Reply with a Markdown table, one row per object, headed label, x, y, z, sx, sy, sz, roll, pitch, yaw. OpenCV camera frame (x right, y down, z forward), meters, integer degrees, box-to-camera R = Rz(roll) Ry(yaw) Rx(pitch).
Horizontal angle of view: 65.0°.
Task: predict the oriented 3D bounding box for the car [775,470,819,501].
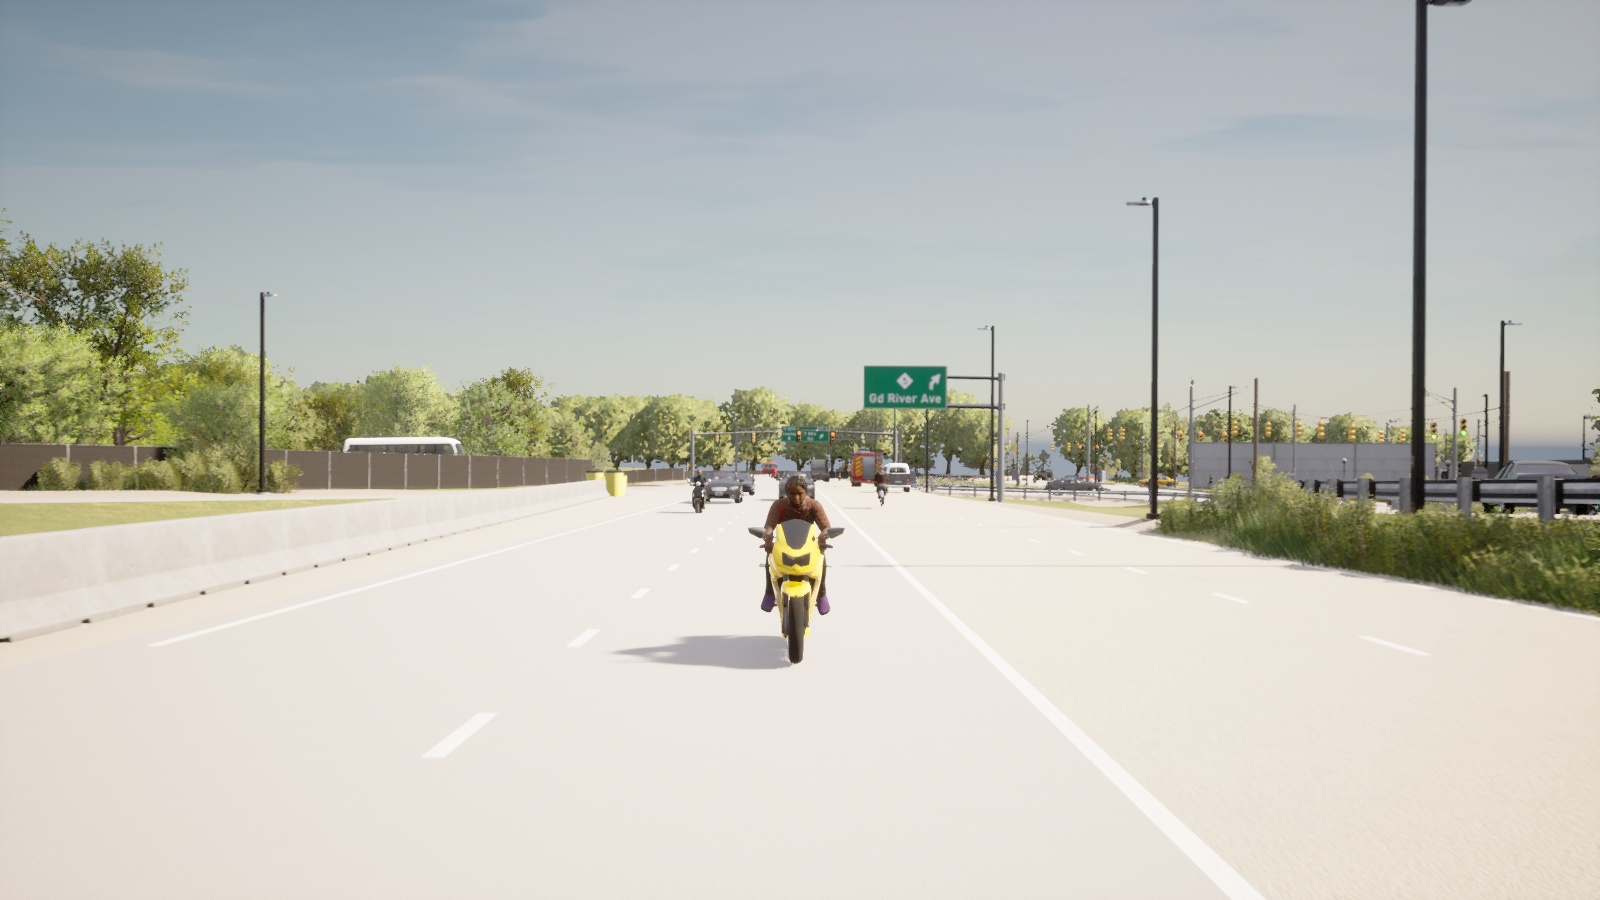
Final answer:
| label | x | y | z | sx | sy | sz | roll | pitch | yaw |
| --- | --- | --- | --- | --- | --- | --- | --- | --- | --- |
| car | -0.150 | 1.799 | 64.424 | 2.128 | 1.511 | 4.902 | 0 | -1 | 0 |

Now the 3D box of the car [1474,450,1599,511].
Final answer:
| label | x | y | z | sx | sy | sz | roll | pitch | yaw |
| --- | --- | --- | --- | --- | --- | --- | --- | --- | --- |
| car | 18.933 | 0.835 | 32.455 | 2.033 | 1.411 | 5.357 | 0 | -2 | 21 |

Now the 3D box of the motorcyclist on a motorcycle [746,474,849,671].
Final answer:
| label | x | y | z | sx | sy | sz | roll | pitch | yaw |
| --- | --- | --- | --- | --- | --- | --- | --- | --- | --- |
| motorcyclist on a motorcycle | -0.025 | 0.976 | 10.816 | 0.797 | 1.523 | 2.044 | 0 | -1 | 0 |

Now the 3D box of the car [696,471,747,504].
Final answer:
| label | x | y | z | sx | sy | sz | roll | pitch | yaw |
| --- | --- | --- | --- | --- | --- | --- | --- | --- | --- |
| car | -3.637 | 1.730 | 58.950 | 2.128 | 1.511 | 4.902 | 0 | -1 | 0 |

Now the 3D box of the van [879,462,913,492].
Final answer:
| label | x | y | z | sx | sy | sz | roll | pitch | yaw |
| --- | --- | --- | --- | --- | --- | --- | --- | --- | --- |
| van | 6.792 | 1.911 | 88.965 | 2.069 | 2.038 | 4.480 | 0 | -1 | 0 |

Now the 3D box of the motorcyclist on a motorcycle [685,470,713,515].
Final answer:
| label | x | y | z | sx | sy | sz | roll | pitch | yaw |
| --- | --- | --- | --- | --- | --- | --- | --- | --- | --- |
| motorcyclist on a motorcycle | -3.605 | 1.513 | 45.074 | 0.866 | 1.590 | 1.817 | 0 | -1 | 0 |

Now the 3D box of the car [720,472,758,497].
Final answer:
| label | x | y | z | sx | sy | sz | roll | pitch | yaw |
| --- | --- | --- | --- | --- | --- | --- | --- | --- | --- |
| car | -3.677 | 2.085 | 76.408 | 2.033 | 1.411 | 5.357 | 0 | -1 | 0 |
